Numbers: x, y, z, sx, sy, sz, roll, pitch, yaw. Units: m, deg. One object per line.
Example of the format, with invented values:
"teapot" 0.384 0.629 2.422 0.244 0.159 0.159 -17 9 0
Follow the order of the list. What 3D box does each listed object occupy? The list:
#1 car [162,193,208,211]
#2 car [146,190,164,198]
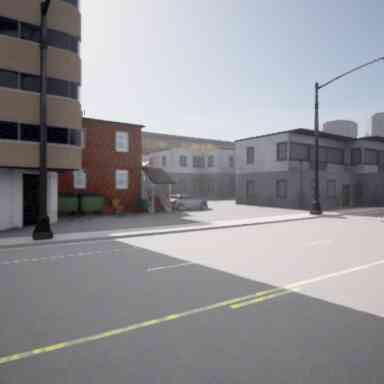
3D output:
"car" -0.398 0.948 31.119 3.806 1.475 1.970 -1 1 -35
"car" -4.194 0.567 38.352 5.027 1.636 2.152 0 0 -35
